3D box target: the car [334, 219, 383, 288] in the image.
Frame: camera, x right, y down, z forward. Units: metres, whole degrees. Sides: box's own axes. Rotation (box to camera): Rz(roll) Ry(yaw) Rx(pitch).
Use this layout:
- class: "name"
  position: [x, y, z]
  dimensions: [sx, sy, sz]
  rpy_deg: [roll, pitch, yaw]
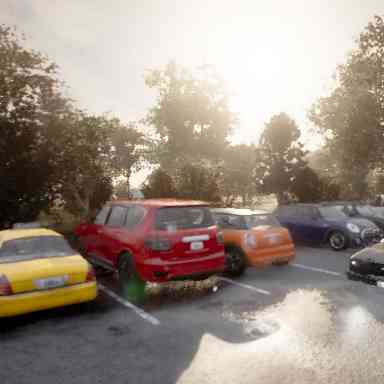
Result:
- class: "car"
  position: [6.086, 1.489, 8.330]
  dimensions: [5.357, 1.411, 2.033]
  rpy_deg: [0, 0, -35]

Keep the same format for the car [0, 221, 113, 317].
- class: "car"
  position: [-3.809, 1.470, 7.572]
  dimensions: [1.946, 1.575, 5.366]
  rpy_deg: [0, 0, -36]

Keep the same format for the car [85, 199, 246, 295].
- class: "car"
  position: [-1.453, 1.205, 9.063]
  dimensions: [2.435, 2.045, 5.566]
  rpy_deg: [0, 0, -36]

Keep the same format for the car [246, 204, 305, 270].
- class: "car"
  position: [0.950, 1.313, 10.706]
  dimensions: [2.185, 1.767, 4.553]
  rpy_deg: [0, 0, -36]

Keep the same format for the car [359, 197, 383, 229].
- class: "car"
  position: [12.280, 1.229, 18.802]
  dimensions: [2.185, 1.767, 4.553]
  rpy_deg: [0, 0, -36]

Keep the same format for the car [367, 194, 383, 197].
- class: "car"
  position: [9.978, 1.121, 17.231]
  dimensions: [2.435, 2.045, 5.566]
  rpy_deg: [0, 0, -36]

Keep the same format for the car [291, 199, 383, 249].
- class: "car"
  position: [5.344, 1.281, 13.923]
  dimensions: [2.185, 1.767, 4.553]
  rpy_deg: [0, 0, -36]

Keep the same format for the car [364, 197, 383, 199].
- class: "car"
  position: [7.609, 1.264, 15.542]
  dimensions: [2.185, 1.767, 4.553]
  rpy_deg: [0, 0, -36]
